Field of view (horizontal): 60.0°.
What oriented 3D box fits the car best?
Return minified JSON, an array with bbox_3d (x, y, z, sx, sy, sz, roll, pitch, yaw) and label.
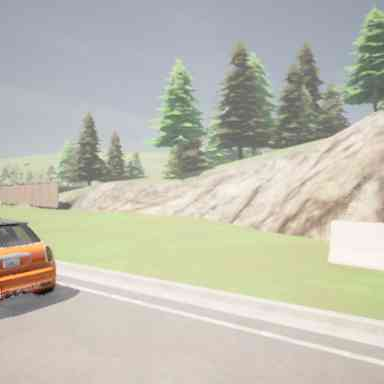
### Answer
[{"bbox_3d":[-5.096,1.349,7.391,4.553,1.767,2.097,0,0,35],"label":"car"}]
